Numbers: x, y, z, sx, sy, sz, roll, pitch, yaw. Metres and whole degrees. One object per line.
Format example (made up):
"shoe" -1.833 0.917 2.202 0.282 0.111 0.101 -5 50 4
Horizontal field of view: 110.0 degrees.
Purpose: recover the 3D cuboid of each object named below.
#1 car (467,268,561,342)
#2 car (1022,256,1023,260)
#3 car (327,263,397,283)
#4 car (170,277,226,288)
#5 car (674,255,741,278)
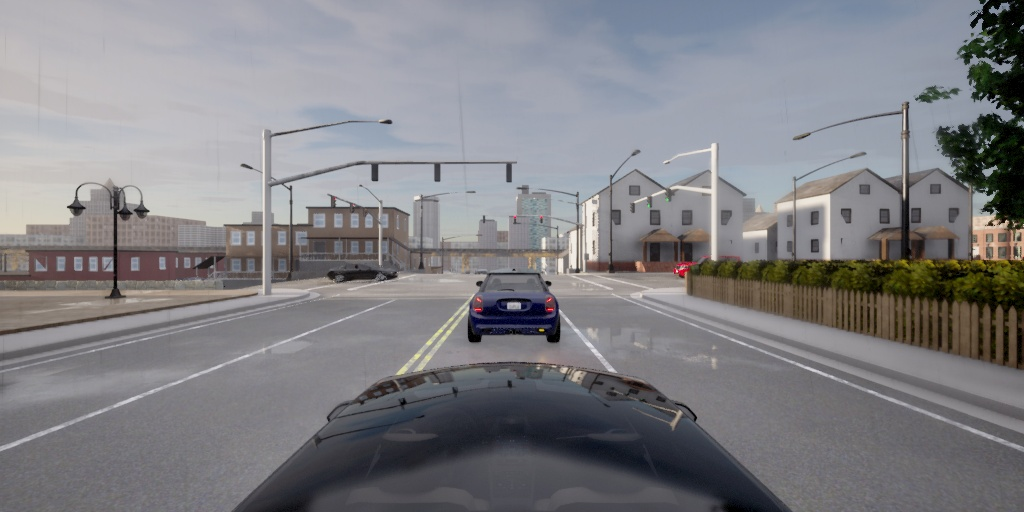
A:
"car" 0.051 1.102 9.905 2.097 1.767 4.553 0 0 0
"car" 42.772 0.971 27.757 5.566 2.045 2.150 0 0 -1
"car" -11.285 1.228 27.149 4.892 1.490 1.837 -1 1 -7
"car" -23.955 2.237 26.646 4.181 1.385 1.994 -8 0 -1
"car" 17.029 0.970 31.031 5.566 2.045 2.150 0 0 -1
